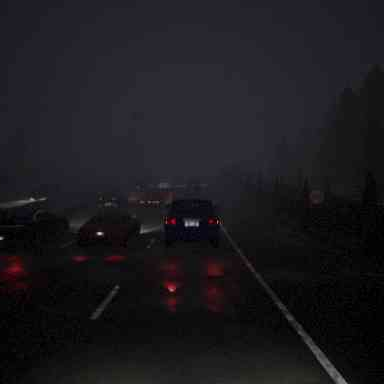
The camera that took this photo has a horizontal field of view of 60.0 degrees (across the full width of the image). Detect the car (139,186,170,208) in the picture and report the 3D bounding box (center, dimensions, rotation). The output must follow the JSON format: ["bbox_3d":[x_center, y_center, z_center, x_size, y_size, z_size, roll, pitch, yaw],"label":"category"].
[{"bbox_3d":[-3.448,0.649,29.566,2.033,1.411,5.357,0,5,0],"label":"car"}]

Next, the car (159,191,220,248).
[{"bbox_3d":[-0.001,1.176,14.658,2.150,2.045,5.566,0,1,0],"label":"car"}]

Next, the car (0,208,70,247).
[{"bbox_3d":[-7.002,1.430,14.633,2.128,1.511,4.902,0,1,0],"label":"car"}]

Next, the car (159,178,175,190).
[{"bbox_3d":[-3.367,-1.114,44.739,1.812,1.442,4.674,0,7,0],"label":"car"}]

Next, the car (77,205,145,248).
[{"bbox_3d":[-3.501,1.503,14.635,1.994,1.385,4.181,0,1,0],"label":"car"}]

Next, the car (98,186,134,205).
[{"bbox_3d":[-6.948,0.587,29.583,2.128,1.511,4.902,0,5,0],"label":"car"}]

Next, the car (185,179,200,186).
[{"bbox_3d":[0.133,-1.080,44.725,1.994,1.385,4.181,0,7,0],"label":"car"}]

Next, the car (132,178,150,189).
[{"bbox_3d":[-6.867,-1.109,44.759,1.812,1.442,4.674,0,7,0],"label":"car"}]

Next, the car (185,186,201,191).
[{"bbox_3d":[0.052,0.597,29.544,1.837,1.490,4.892,0,5,0],"label":"car"}]

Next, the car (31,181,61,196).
[{"bbox_3d":[-17.395,-0.463,39.708,2.128,1.511,4.902,0,7,0],"label":"car"}]
